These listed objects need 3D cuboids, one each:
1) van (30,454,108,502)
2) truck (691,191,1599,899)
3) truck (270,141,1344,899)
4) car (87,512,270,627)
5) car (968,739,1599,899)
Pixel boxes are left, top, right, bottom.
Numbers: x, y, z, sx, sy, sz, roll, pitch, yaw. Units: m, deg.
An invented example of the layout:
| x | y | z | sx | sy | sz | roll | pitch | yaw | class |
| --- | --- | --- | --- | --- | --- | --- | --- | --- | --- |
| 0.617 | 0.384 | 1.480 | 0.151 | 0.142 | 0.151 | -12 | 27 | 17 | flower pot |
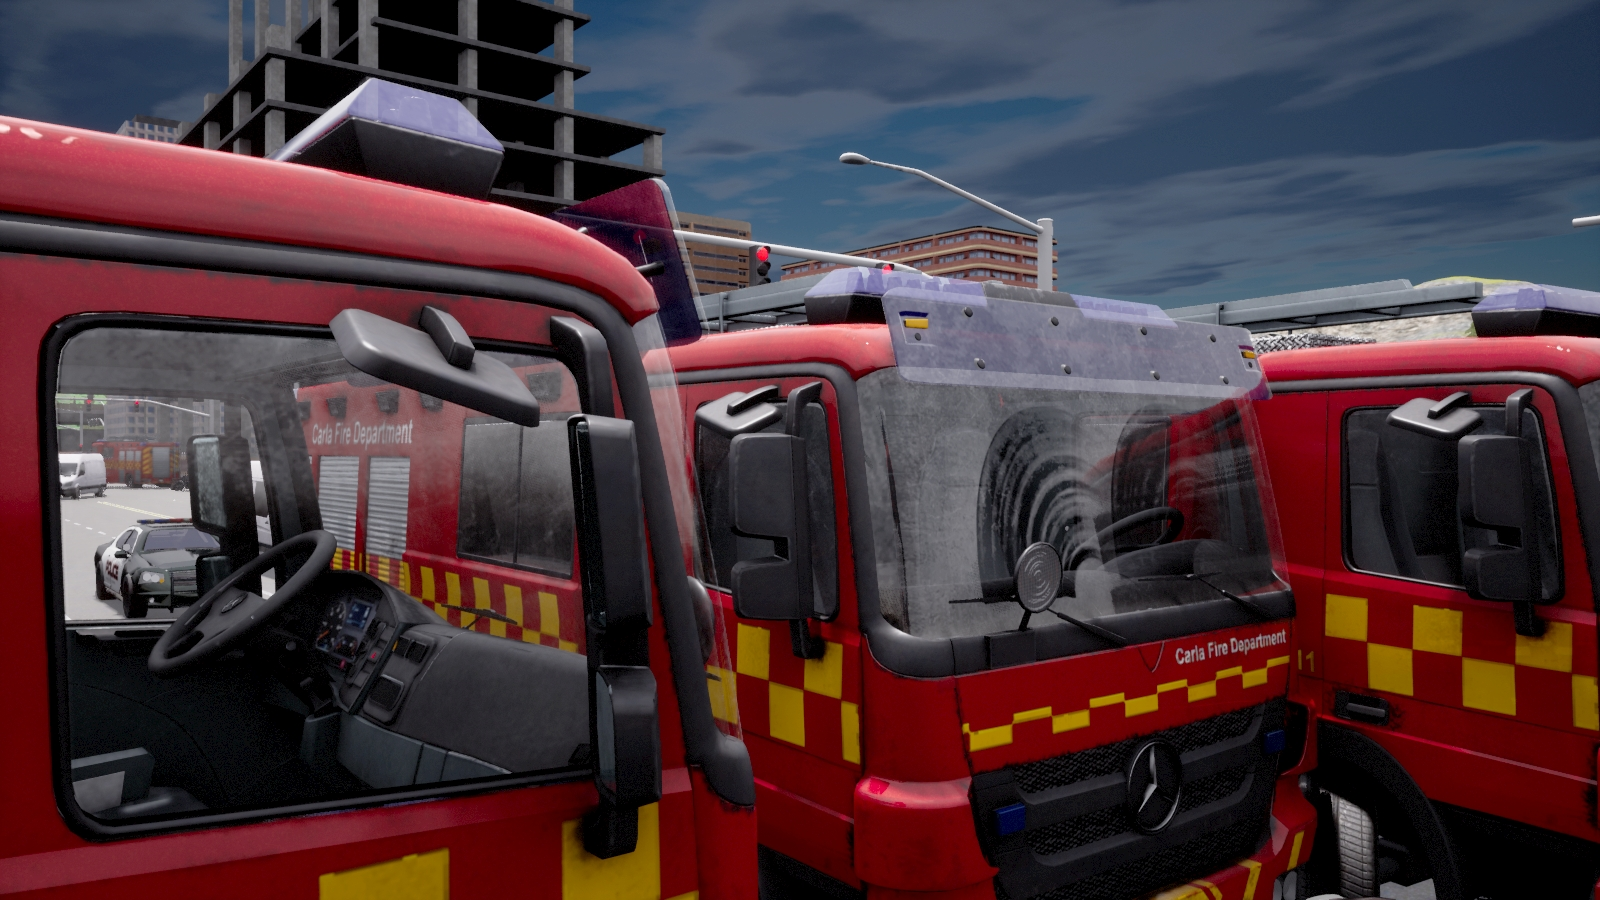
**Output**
| x | y | z | sx | sy | sz | roll | pitch | yaw | class |
| --- | --- | --- | --- | --- | --- | --- | --- | --- | --- |
| -41.445 | 1.508 | 64.946 | 1.988 | 2.561 | 5.915 | -1 | 0 | -15 | van |
| 2.348 | 0.890 | 8.605 | 2.891 | 3.827 | 8.468 | 0 | 0 | -31 | truck |
| -1.099 | 0.890 | 8.003 | 2.891 | 3.827 | 8.468 | 0 | 0 | -38 | truck |
| -11.386 | 2.037 | 20.746 | 2.038 | 1.542 | 4.974 | 0 | 0 | -39 | car |
| 2.437 | 2.065 | 3.109 | 1.970 | 1.475 | 3.806 | 0 | 0 | -30 | car |
